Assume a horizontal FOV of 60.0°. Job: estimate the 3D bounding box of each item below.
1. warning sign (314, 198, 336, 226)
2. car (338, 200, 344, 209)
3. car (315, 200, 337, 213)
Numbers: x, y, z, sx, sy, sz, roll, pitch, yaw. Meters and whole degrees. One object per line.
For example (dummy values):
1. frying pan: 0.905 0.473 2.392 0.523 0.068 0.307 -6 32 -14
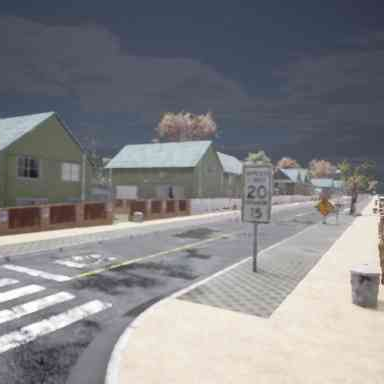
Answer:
1. warning sign: 9.237 1.332 23.112 1.300 1.860 1.060 0 -1 29
2. car: 22.310 1.890 51.495 1.895 1.301 4.718 2 1 30
3. car: 16.373 1.765 40.839 1.812 1.442 4.674 2 1 29
